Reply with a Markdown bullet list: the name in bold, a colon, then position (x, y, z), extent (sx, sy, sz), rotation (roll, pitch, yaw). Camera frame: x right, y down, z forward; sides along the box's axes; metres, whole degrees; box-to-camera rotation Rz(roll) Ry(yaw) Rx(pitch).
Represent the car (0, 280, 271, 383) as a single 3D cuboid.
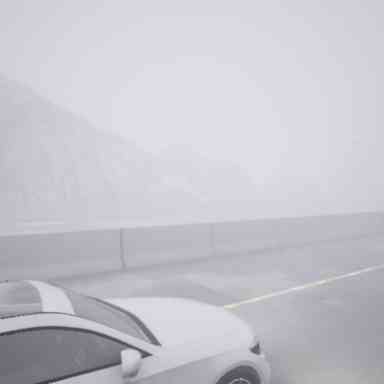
- **car**: position (-1.405, 1.526, 2.743), extent (4.674, 1.442, 1.812), rotation (0, 0, -35)
